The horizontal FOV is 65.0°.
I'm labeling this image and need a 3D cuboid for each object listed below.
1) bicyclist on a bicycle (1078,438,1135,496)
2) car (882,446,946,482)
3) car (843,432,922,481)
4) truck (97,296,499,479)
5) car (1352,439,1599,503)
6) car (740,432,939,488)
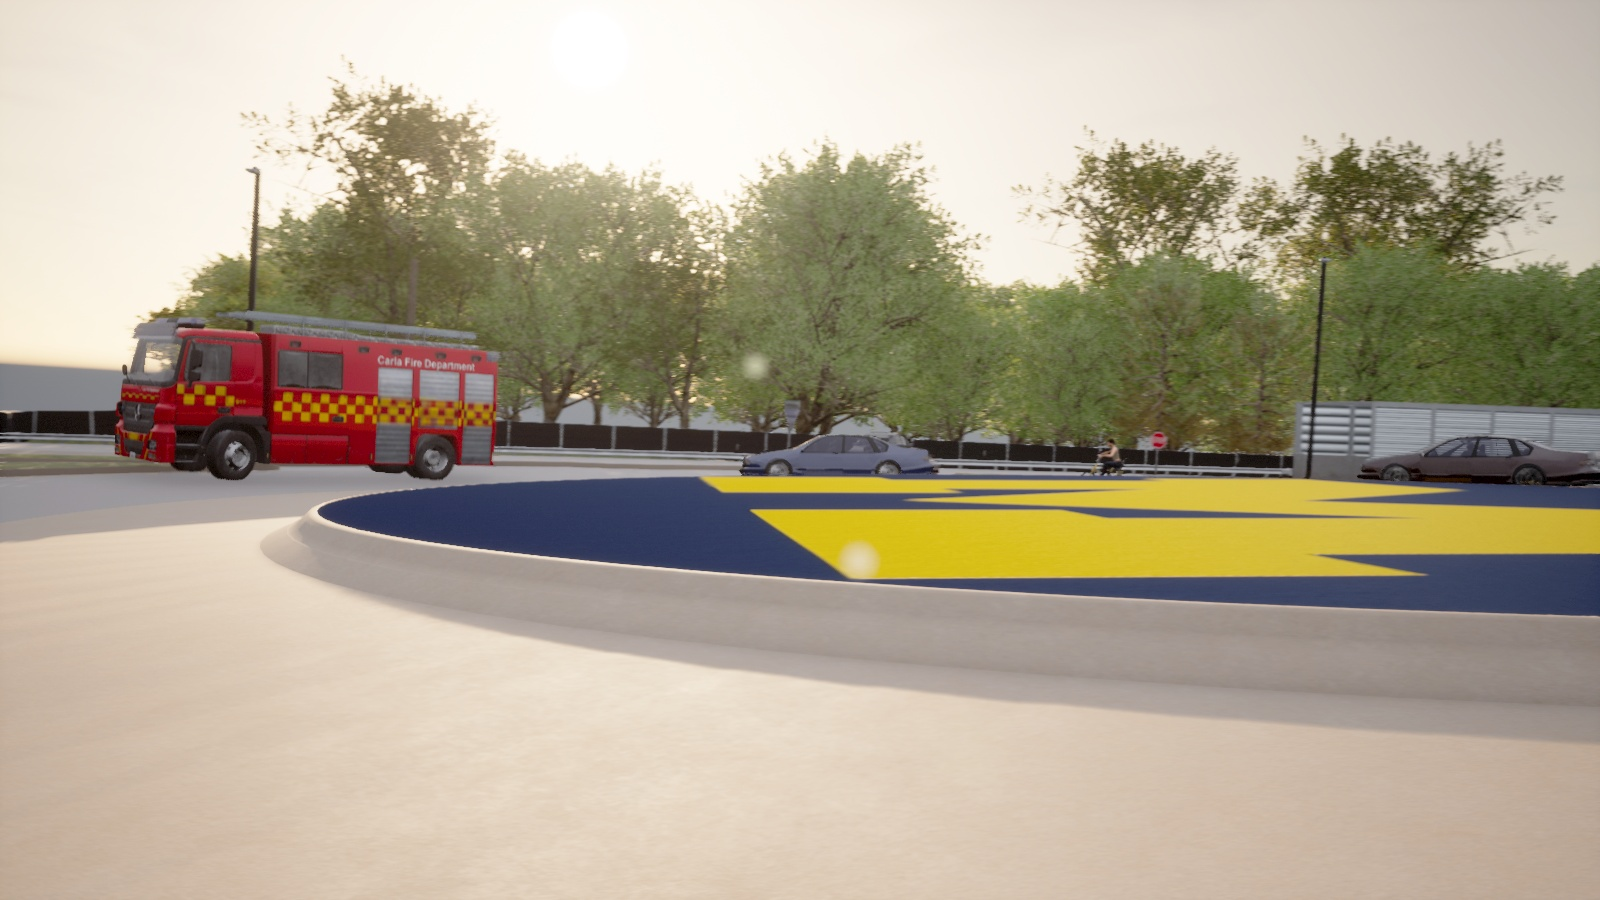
[{"bbox_3d":[9.531,0.514,39.014,1.509,1.612,0.866,6,3,16],"label":"bicyclist on a bicycle"},{"bbox_3d":[5.285,0.621,58.764,1.812,1.442,4.674,1,1,-9],"label":"car"},{"bbox_3d":[2.884,0.199,43.307,1.789,1.549,3.705,2,1,18],"label":"car"},{"bbox_3d":[-11.890,-1.348,30.538,2.891,3.827,8.468,6,3,43],"label":"truck"},{"bbox_3d":[16.591,0.497,30.583,2.033,1.411,5.357,4,-3,-44],"label":"car"},{"bbox_3d":[1.039,0.292,34.918,5.357,1.411,2.033,1,-2,-4],"label":"car"}]
